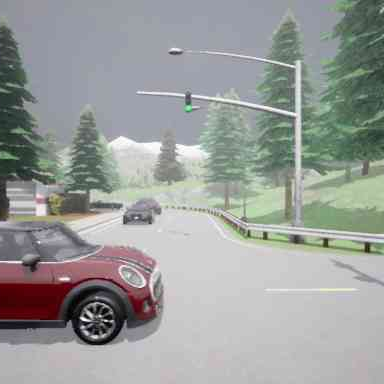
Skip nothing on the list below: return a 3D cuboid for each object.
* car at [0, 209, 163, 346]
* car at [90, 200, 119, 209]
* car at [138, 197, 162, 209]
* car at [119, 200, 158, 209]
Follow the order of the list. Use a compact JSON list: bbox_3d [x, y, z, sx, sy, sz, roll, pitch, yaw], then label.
[{"bbox_3d":[-2.800,1.305,5.835,4.553,1.767,2.097,0,0,-1],"label":"car"},{"bbox_3d":[-11.092,1.607,41.967,4.718,1.301,1.895,0,0,15],"label":"car"},{"bbox_3d":[-4.572,1.352,34.183,2.097,1.767,4.553,0,0,-19],"label":"car"},{"bbox_3d":[-3.807,1.564,24.387,1.994,1.385,4.181,0,0,-2],"label":"car"}]
